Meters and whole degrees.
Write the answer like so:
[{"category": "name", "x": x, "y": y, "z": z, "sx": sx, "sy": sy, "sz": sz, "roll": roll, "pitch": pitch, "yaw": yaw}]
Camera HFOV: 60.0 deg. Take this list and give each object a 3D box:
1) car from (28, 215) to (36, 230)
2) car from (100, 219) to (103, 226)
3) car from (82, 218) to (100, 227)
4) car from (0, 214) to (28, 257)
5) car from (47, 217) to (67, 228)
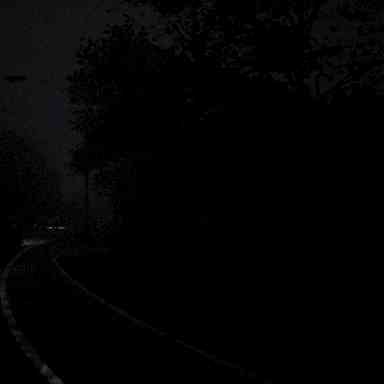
[{"category": "car", "x": -15.468, "y": 2.697, "z": 29.630, "sx": 2.033, "sy": 1.411, "sz": 5.357, "roll": 0, "pitch": -4, "yaw": -10}, {"category": "car", "x": -17.606, "y": 5.515, "z": 61.266, "sx": 2.128, "sy": 1.511, "sz": 4.902, "roll": 0, "pitch": -5, "yaw": -9}, {"category": "car", "x": -15.816, "y": 4.657, "z": 51.391, "sx": 1.994, "sy": 1.385, "sz": 4.181, "roll": 0, "pitch": -5, "yaw": -10}, {"category": "car", "x": -8.406, "y": 1.793, "z": 13.688, "sx": 1.994, "sy": 1.385, "sz": 4.181, "roll": 0, "pitch": -2, "yaw": -15}, {"category": "car", "x": -18.380, "y": 4.134, "z": 45.617, "sx": 1.812, "sy": 1.442, "sz": 4.674, "roll": 0, "pitch": -5, "yaw": -10}]
